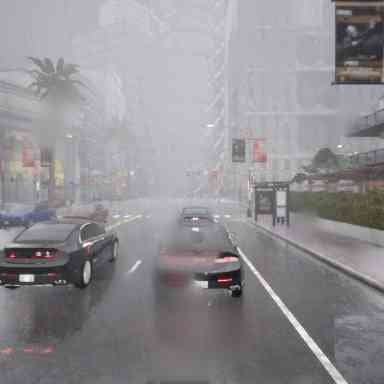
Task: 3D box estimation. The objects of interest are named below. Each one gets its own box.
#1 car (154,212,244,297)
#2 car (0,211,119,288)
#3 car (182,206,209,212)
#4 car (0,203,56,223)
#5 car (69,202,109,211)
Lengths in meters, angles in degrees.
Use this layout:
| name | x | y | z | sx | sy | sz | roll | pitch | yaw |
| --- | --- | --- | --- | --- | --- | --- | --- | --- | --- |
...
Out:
| name | x | y | z | sx | sy | sz | roll | pitch | yaw |
| --- | --- | --- | --- | --- | --- | --- | --- | --- | --- |
| car | 0.145 | 1.492 | 8.544 | 2.128 | 1.511 | 4.902 | 0 | 0 | 0 |
| car | -3.355 | 1.505 | 9.194 | 1.837 | 1.490 | 4.892 | 0 | 0 | 0 |
| car | 0.174 | 1.505 | 17.962 | 1.837 | 1.490 | 4.892 | 0 | 0 | 0 |
| car | -10.430 | 1.478 | 21.254 | 1.882 | 1.535 | 5.008 | 0 | 0 | 1 |
| car | -6.919 | 1.478 | 22.082 | 1.882 | 1.535 | 5.008 | 0 | 0 | 1 |
